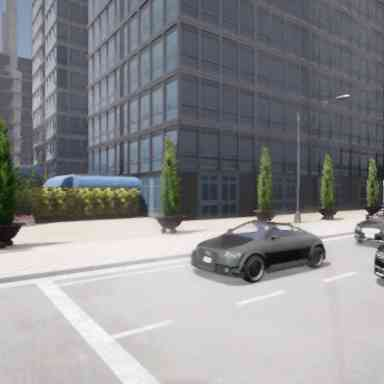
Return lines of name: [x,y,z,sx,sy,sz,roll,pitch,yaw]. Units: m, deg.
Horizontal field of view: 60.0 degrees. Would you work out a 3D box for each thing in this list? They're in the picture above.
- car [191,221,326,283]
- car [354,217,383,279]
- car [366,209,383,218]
car: [2.024,1.564,9.720,4.181,1.385,1.994,0,0,-35]
car: [6.670,1.491,8.723,4.902,1.511,2.128,0,0,-35]
car: [9.149,1.491,14.798,4.902,1.511,2.128,0,0,-35]
